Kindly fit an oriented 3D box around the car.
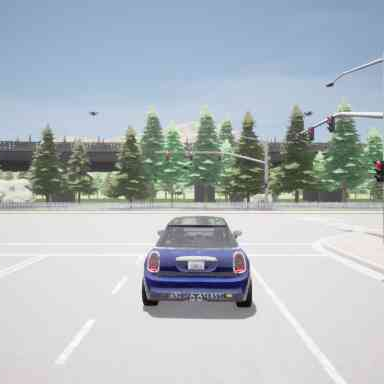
[{"bbox_3d":[0.173,1.352,8.152,2.097,1.767,4.553,0,0,3],"label":"car"}]
